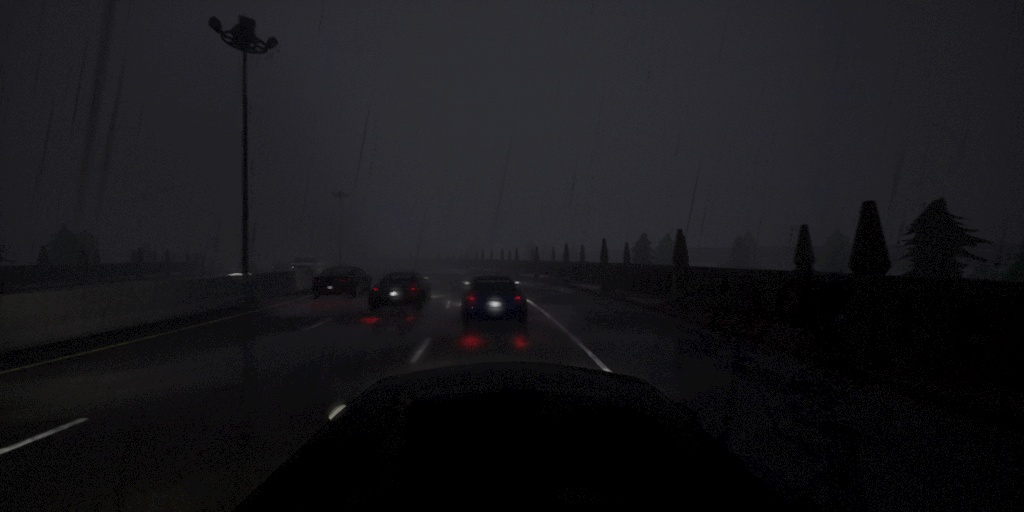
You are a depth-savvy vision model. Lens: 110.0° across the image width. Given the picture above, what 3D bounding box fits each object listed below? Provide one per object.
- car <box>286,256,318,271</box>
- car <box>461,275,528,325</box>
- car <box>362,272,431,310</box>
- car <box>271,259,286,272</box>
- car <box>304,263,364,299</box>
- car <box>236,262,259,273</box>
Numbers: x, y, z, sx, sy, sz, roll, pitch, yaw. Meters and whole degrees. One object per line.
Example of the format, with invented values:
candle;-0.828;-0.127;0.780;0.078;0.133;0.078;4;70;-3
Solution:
car;-21.561;1.043;37.450;2.150;2.045;5.566;0;0;-23
car;-0.637;1.316;11.966;1.994;1.385;4.181;0;0;-5
car;-4.496;1.330;14.862;1.994;1.385;4.181;0;0;-8
car;-30.521;1.333;47.415;1.882;1.535;5.008;0;0;-31
car;-8.580;1.258;18.500;1.882;1.535;5.008;0;0;-10
car;-33.174;1.429;45.027;1.994;1.385;4.181;0;0;-30
